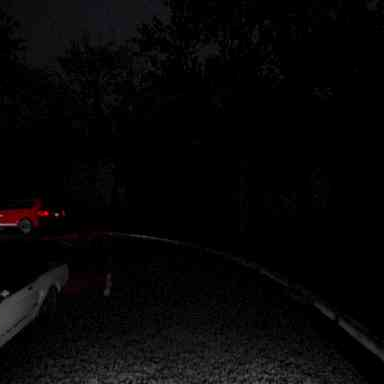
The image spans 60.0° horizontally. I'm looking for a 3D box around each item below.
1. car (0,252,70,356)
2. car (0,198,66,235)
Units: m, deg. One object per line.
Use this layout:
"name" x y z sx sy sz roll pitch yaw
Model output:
"car" -3.283 1.605 4.404 1.895 1.301 4.718 0 0 -2
"car" -10.297 1.437 19.958 5.566 2.045 2.150 -1 -4 19
